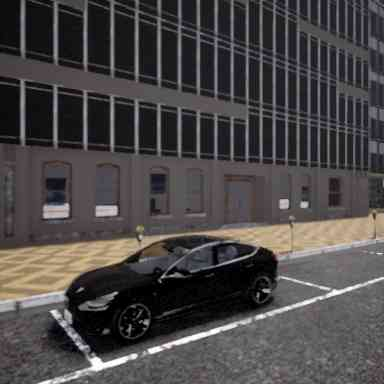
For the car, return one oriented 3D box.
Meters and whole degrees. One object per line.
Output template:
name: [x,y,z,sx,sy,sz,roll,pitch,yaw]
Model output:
car: [-0.152,1.564,6.449,4.313,1.339,1.947,0,0,-36]
